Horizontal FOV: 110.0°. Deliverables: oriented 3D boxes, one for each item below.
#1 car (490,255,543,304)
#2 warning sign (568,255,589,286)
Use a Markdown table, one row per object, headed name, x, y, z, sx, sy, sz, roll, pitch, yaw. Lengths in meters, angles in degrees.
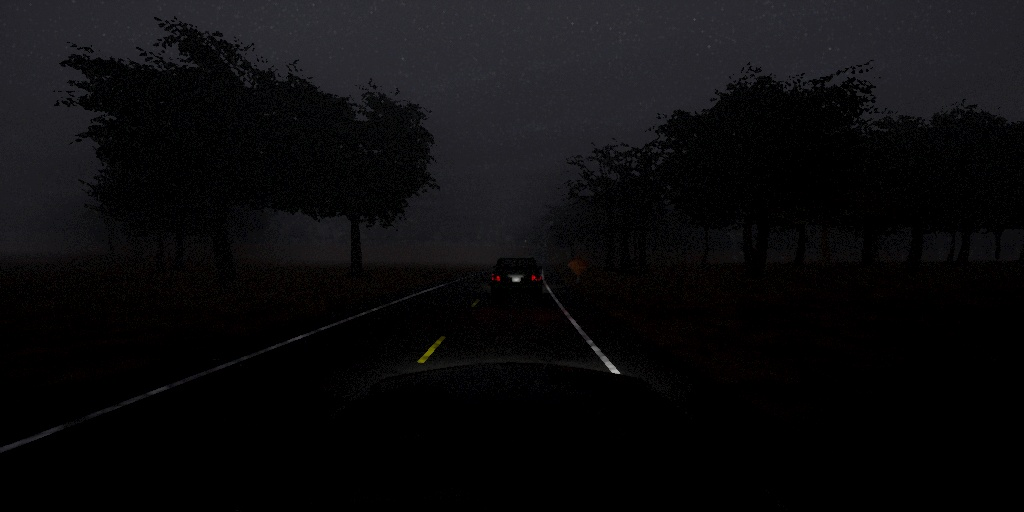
| name | x | y | z | sx | sy | sz | roll | pitch | yaw |
| --- | --- | --- | --- | --- | --- | --- | --- | --- | --- |
| car | 0.250 | 0.996 | 16.444 | 2.150 | 2.045 | 5.566 | 0 | 0 | 2 |
| warning sign | 4.016 | 0.850 | 21.831 | 1.300 | 1.860 | 1.060 | 0 | 0 | 3 |
